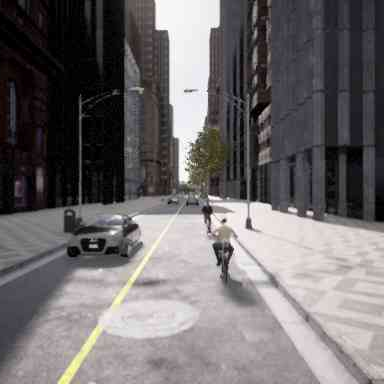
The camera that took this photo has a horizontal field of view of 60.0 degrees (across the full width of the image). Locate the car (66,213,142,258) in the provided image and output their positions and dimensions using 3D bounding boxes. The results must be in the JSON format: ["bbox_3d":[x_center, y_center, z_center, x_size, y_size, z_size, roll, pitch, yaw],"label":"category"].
[{"bbox_3d":[-3.105,1.510,12.439,1.994,1.385,4.181,0,0,0],"label":"car"}]

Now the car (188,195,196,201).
[{"bbox_3d":[-0.042,1.398,77.897,1.837,1.490,4.892,0,0,0],"label":"car"}]

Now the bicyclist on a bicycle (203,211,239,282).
[{"bbox_3d":[0.816,1.399,8.632,0.866,1.612,1.509,0,0,0],"label":"bicyclist on a bicycle"}]

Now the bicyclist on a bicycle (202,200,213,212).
[{"bbox_3d":[0.818,1.301,17.728,0.659,1.776,1.843,0,0,0],"label":"bicyclist on a bicycle"}]

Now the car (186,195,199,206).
[{"bbox_3d":[0.056,1.448,53.588,1.994,1.385,4.181,0,0,0],"label":"car"}]

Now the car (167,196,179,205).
[{"bbox_3d":[-3.074,1.429,55.347,2.033,1.411,5.357,0,0,1],"label":"car"}]
